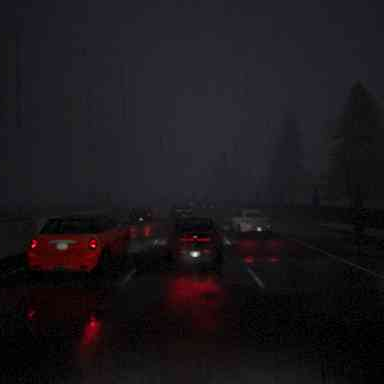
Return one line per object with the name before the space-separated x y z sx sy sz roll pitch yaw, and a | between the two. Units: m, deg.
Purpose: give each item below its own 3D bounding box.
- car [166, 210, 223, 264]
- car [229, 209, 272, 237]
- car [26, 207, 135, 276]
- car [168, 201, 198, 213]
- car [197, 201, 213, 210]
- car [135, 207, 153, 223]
car | 0.091 1.642 12.426 1.837 1.490 4.892 0 -1 0
car | 3.409 1.743 19.653 1.812 1.442 4.674 0 0 -2
car | -3.406 1.471 10.858 2.097 1.767 4.553 0 -1 0
car | -1.072 1.827 30.487 2.128 1.511 4.902 0 -1 -8
car | 0.981 1.779 38.801 2.097 1.767 4.553 0 -1 -11
car | -4.317 1.916 28.729 1.895 1.301 4.718 0 -1 -7
